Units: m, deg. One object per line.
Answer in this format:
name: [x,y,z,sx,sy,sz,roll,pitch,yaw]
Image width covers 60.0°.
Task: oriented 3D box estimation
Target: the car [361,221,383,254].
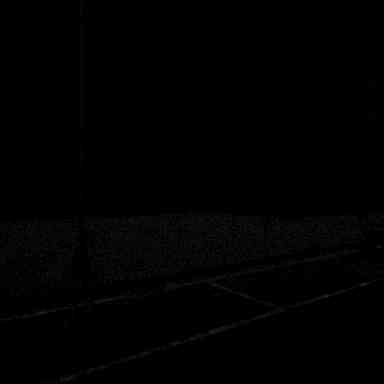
car: [7.956,1.541,12.209,4.507,1.381,1.887,0,0,-36]
